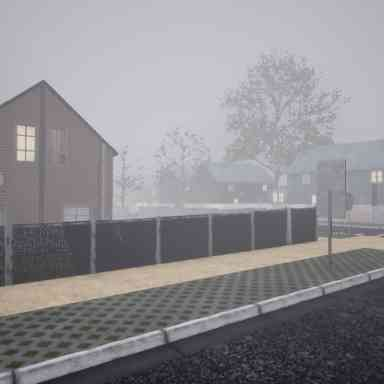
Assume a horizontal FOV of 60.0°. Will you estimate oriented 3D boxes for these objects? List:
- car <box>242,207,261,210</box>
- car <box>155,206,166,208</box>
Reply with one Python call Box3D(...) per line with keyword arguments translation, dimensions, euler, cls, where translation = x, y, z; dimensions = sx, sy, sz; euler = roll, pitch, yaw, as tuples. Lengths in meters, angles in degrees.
Box3D(translation=(4.871, 1.923, 25.710), dimensions=(1.812, 1.442, 4.674), euler=(1, -2, -35), cls="car")
Box3D(translation=(-3.268, 2.305, 37.204), dimensions=(1.994, 1.385, 4.181), euler=(1, -2, -36), cls="car")
